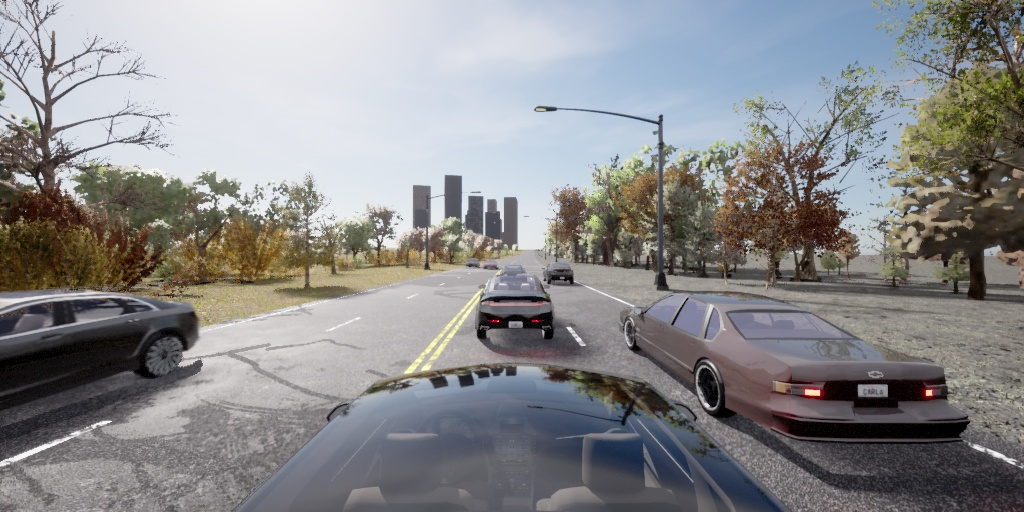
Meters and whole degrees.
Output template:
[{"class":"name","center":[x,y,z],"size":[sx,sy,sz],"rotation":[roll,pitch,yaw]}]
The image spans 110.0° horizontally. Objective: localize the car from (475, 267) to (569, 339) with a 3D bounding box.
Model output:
[{"class":"car","center":[0.066,1.240,10.023],"size":[2.128,1.511,4.902],"rotation":[0,0,0]}]

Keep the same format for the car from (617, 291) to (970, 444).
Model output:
[{"class":"car","center":[3.342,1.281,5.837],"size":[2.033,1.411,5.357],"rotation":[0,0,0]}]

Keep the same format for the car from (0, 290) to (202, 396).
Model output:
[{"class":"car","center":[-6.612,1.241,4.507],"size":[2.128,1.511,4.902],"rotation":[0,0,0]}]

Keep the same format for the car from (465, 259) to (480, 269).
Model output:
[{"class":"car","center":[-6.096,1.161,55.977],"size":[1.837,1.490,4.892],"rotation":[0,0,2]}]

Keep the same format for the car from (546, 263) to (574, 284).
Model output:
[{"class":"car","center":[3.352,1.227,26.452],"size":[1.837,1.490,4.892],"rotation":[-1,0,0]}]

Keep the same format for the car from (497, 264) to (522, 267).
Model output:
[{"class":"car","center":[0.103,1.293,26.773],"size":[1.994,1.385,4.181],"rotation":[0,0,0]}]

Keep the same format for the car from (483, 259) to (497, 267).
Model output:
[{"class":"car","center":[-3.012,1.198,50.121],"size":[1.812,1.442,4.674],"rotation":[0,0,1]}]
